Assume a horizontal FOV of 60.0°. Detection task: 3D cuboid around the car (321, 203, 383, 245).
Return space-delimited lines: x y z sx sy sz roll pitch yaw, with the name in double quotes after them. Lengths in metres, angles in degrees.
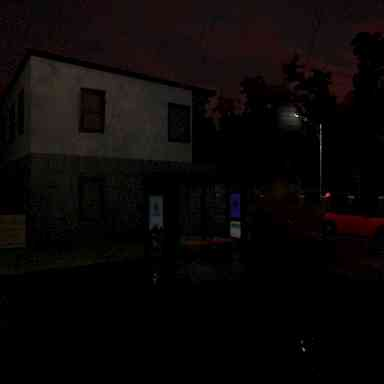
8.316 1.351 15.360 2.097 1.767 4.553 0 0 -25 "car"
